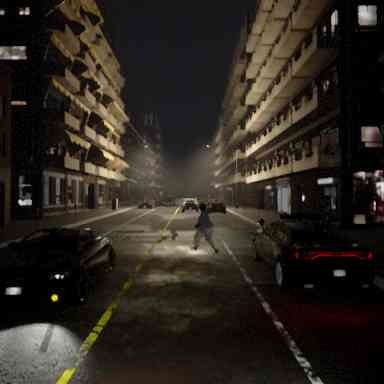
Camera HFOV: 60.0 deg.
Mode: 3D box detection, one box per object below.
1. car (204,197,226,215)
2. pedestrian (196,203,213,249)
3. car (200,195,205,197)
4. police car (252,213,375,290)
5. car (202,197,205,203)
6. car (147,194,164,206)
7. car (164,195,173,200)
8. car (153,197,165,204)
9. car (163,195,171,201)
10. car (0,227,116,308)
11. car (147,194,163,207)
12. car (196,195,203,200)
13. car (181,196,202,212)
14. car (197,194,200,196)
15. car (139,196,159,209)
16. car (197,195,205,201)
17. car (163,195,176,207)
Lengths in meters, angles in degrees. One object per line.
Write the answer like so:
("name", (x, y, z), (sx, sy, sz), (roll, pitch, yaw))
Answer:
("car", (2.477, 1.500, 33.384), (1.752, 1.417, 4.829), (1, 0, 0))
("pedestrian", (0.458, 1.285, 12.026), (0.375, 1.860, 0.375), (1, -1, -5))
("car", (2.329, 1.541, 55.499), (1.802, 1.307, 4.206), (1, 0, 0))
("police car", (2.936, 1.418, 9.236), (1.930, 1.638, 5.238), (0, 0, 0))
("car", (2.440, 1.553, 38.786), (1.802, 1.307, 4.206), (1, 0, 0))
("car", (-6.047, 1.274, 55.482), (2.192, 1.841, 5.009), (1, 0, 0))
("car", (-6.274, 1.502, 88.909), (1.947, 1.339, 4.313), (1, 0, 0))
("car", (-6.088, 1.537, 61.054), (1.802, 1.307, 4.206), (1, 0, 0))
("car", (-6.235, 1.465, 83.167), (1.752, 1.417, 4.829), (1, 0, 0))
("car", (-3.153, 1.558, 7.859), (1.994, 1.385, 4.181), (0, 0, 0))
("car", (-6.010, 1.278, 49.911), (2.192, 1.841, 5.009), (1, 0, 0))
("car", (2.049, 1.477, 94.496), (1.887, 1.381, 4.507), (1, 0, 0))
("car", (-0.164, 1.498, 37.339), (1.812, 1.442, 4.674), (0, 0, 0))
("car", (-0.299, 1.316, 48.255), (2.097, 1.767, 4.553), (0, 0, 0))
("car", (-5.977, 1.533, 44.341), (1.947, 1.339, 4.313), (1, 0, 0))
("car", (2.150, 1.465, 83.524), (1.752, 1.417, 4.829), (1, 0, 0))
("car", (-3.424, 1.467, 50.381), (1.837, 1.490, 4.892), (0, 0, 0))
